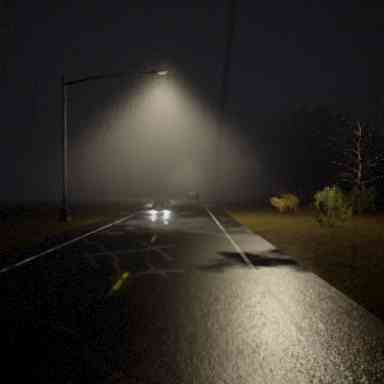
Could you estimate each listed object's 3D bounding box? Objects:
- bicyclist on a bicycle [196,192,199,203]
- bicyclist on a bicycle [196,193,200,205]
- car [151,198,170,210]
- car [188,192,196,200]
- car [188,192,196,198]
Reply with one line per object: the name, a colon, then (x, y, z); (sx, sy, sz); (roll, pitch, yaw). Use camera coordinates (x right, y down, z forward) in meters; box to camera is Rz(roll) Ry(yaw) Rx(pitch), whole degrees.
bicyclist on a bicycle: (0.966, 0.978, 59.169); (0.659, 1.776, 1.843); (0, 1, 0)
bicyclist on a bicycle: (0.965, 1.037, 50.170); (0.659, 1.776, 1.843); (0, 1, 0)
car: (-3.592, 1.343, 38.671); (1.895, 1.301, 4.718); (0, 0, 0)
car: (0.004, 1.092, 75.445); (1.895, 1.301, 4.718); (0, 0, 0)
car: (0.005, 0.765, 86.638); (2.128, 1.511, 4.902); (0, 0, 0)
